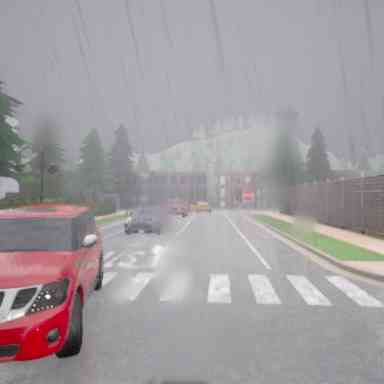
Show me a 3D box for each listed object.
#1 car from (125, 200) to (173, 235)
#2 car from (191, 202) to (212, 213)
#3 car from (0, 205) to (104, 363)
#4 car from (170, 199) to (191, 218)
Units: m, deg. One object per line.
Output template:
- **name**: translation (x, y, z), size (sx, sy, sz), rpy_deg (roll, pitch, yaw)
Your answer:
- **car**: translation (-2.642, 1.599, 20.435), size (2.097, 1.767, 4.553), rpy_deg (0, -1, 3)
- **car**: translation (1.062, 2.034, 45.293), size (1.882, 1.535, 5.008), rpy_deg (0, -1, -21)
- **car**: translation (-2.965, 1.302, 6.323), size (2.150, 2.045, 5.566), rpy_deg (0, -1, -9)
- **car**: translation (-1.628, 1.761, 36.363), size (2.150, 2.045, 5.566), rpy_deg (0, -1, 3)
